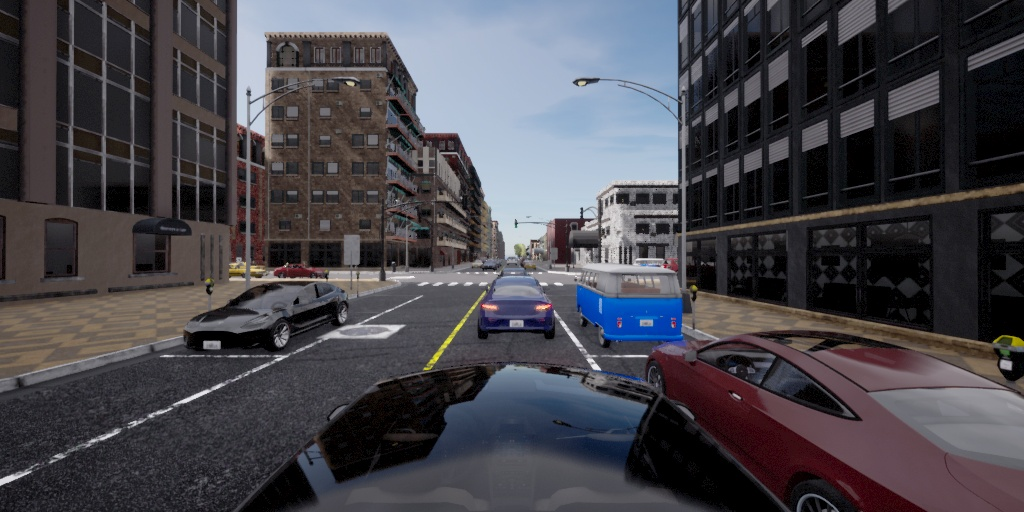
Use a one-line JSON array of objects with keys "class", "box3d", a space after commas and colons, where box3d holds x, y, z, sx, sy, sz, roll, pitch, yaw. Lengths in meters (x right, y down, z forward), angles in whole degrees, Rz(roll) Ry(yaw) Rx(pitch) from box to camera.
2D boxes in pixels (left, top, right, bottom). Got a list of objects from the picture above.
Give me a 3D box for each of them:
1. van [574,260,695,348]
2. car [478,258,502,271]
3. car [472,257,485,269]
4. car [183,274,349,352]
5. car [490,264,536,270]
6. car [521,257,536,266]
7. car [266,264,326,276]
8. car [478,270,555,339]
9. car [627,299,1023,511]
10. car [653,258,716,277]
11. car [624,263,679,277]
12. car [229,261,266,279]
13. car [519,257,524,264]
[{"class": "van", "box3d": [2.658, 1.092, 8.948, 1.690, 1.789, 3.998, 0, 0, 0]}, {"class": "car", "box3d": [-3.051, 1.327, 50.582, 2.033, 1.411, 5.357, 0, 0, 3]}, {"class": "car", "box3d": [-5.679, 1.316, 59.104, 1.751, 1.417, 4.829, 0, 0, 0]}, {"class": "car", "box3d": [-5.689, 1.317, 8.976, 1.948, 1.339, 4.313, 0, 0, 0]}, {"class": "car", "box3d": [0.096, 1.317, 18.400, 1.994, 1.385, 4.181, 0, 0, 0]}, {"class": "car", "box3d": [2.701, 1.309, 53.904, 1.751, 1.417, 4.829, 0, 0, 0]}, {"class": "car", "box3d": [-17.461, 1.283, 29.759, 4.207, 1.307, 1.802, 0, 0, 0]}, {"class": "car", "box3d": [0.103, 1.277, 9.949, 1.812, 1.442, 4.674, 0, 0, 0]}, {"class": "car", "box3d": [2.657, 1.332, 3.259, 1.802, 1.307, 4.207, 0, 0, 0]}, {"class": "car", "box3d": [14.925, 1.107, 29.830, 5.009, 1.841, 2.192, 0, 0, 0]}, {"class": "car", "box3d": [13.764, 1.418, 35.621, 4.718, 1.301, 1.895, 0, 0, 0]}, {"class": "car", "box3d": [-22.954, 1.215, 29.747, 4.829, 1.417, 1.751, 0, 0, 0]}, {"class": "car", "box3d": [2.703, 1.380, 64.812, 1.802, 1.307, 4.207, 0, 0, 0]}]
